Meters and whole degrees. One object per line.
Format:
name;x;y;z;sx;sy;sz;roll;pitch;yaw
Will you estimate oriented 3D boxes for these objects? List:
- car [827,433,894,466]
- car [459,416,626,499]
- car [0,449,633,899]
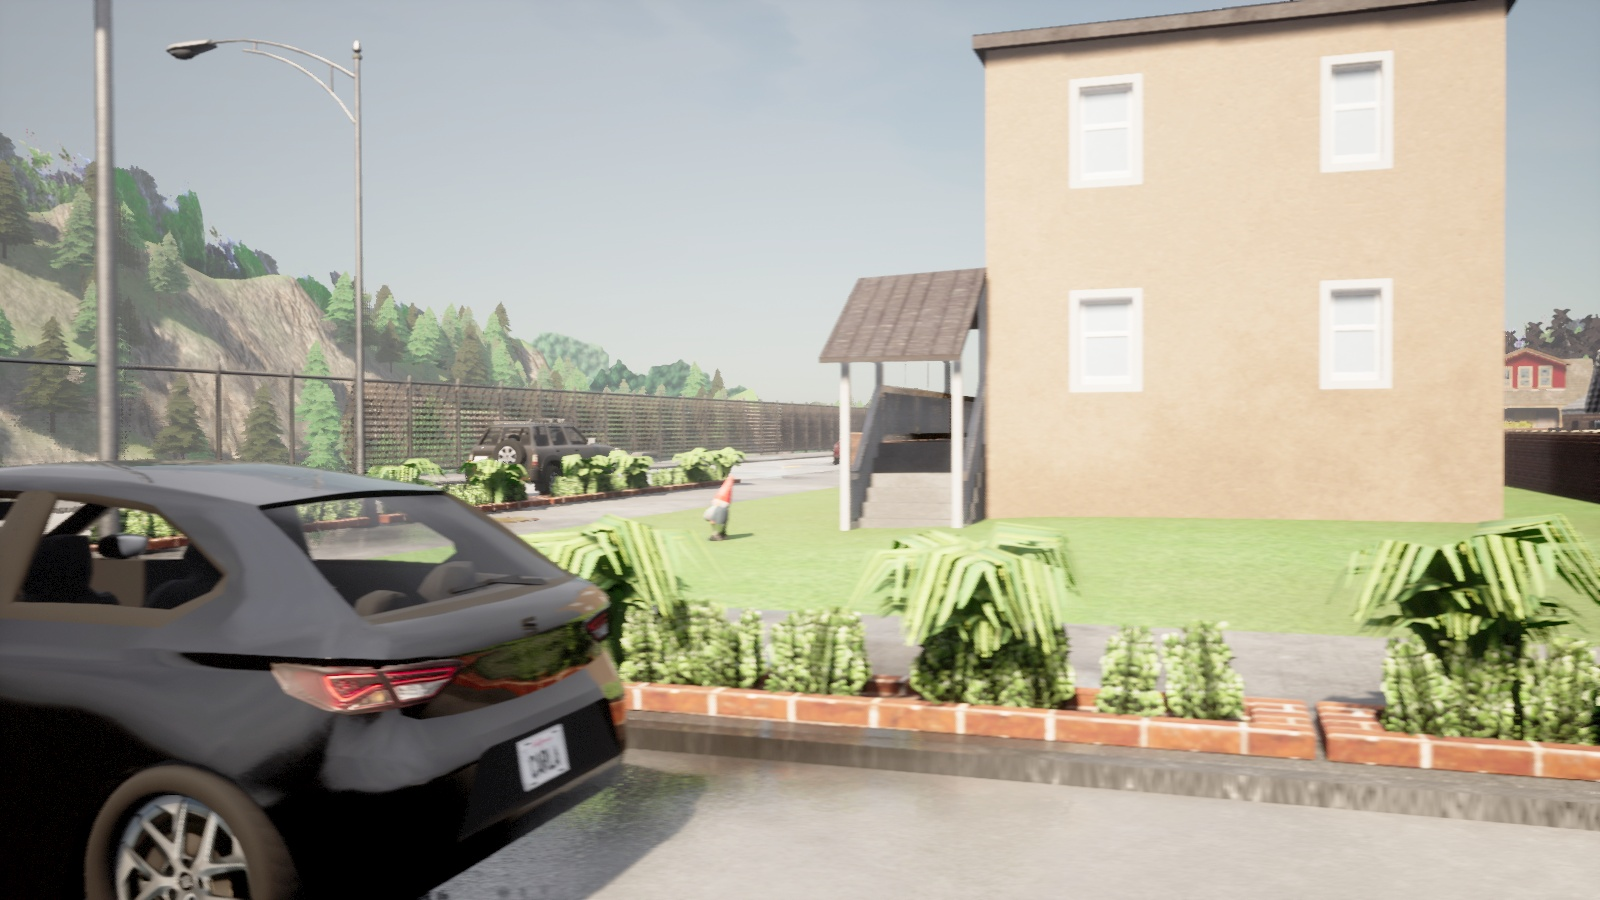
car;2.800;-0.052;57.164;1.812;1.442;4.674;1;1;19
car;-6.126;0.132;30.522;1.932;1.855;4.605;1;1;19
car;-2.930;0.754;4.705;4.193;1.474;1.816;1;1;19
